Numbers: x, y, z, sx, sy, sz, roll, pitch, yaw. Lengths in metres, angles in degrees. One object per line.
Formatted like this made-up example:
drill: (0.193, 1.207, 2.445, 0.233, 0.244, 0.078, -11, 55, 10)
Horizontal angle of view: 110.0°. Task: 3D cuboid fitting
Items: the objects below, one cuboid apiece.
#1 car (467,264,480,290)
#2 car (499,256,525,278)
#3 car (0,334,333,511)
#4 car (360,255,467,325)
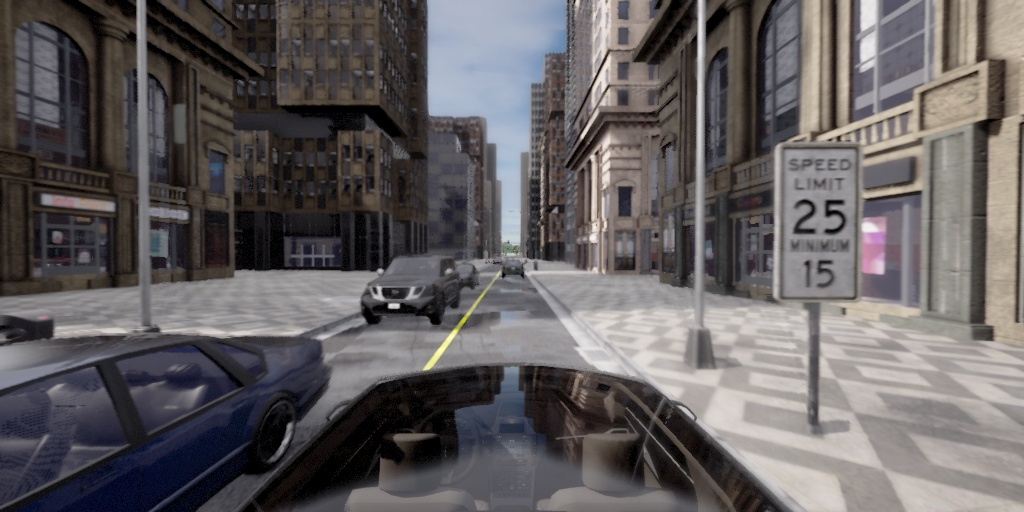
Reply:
car: (-3.082, 1.257, 22.692, 1.837, 1.490, 4.892, 0, 0, 0)
car: (0.106, 1.108, 33.897, 2.097, 1.767, 4.553, 0, 0, 0)
car: (-3.086, 1.294, 2.048, 2.033, 1.411, 5.357, 0, 0, -1)
car: (-3.091, 0.971, 12.238, 2.150, 2.045, 5.566, 0, 0, 1)
